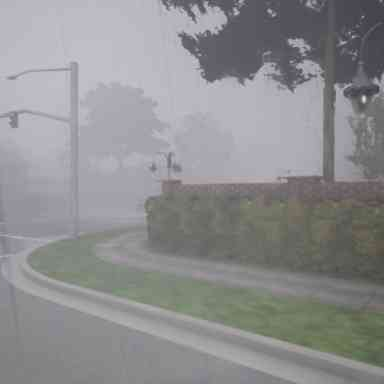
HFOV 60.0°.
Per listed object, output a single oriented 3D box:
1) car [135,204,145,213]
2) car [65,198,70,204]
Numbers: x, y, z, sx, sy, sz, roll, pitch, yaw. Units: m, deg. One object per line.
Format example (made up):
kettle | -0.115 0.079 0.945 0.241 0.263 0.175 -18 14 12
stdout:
car | -4.107 1.510 36.202 1.812 1.442 4.674 0 0 35
car | -18.380 1.141 45.096 3.806 1.475 1.970 0 0 36
